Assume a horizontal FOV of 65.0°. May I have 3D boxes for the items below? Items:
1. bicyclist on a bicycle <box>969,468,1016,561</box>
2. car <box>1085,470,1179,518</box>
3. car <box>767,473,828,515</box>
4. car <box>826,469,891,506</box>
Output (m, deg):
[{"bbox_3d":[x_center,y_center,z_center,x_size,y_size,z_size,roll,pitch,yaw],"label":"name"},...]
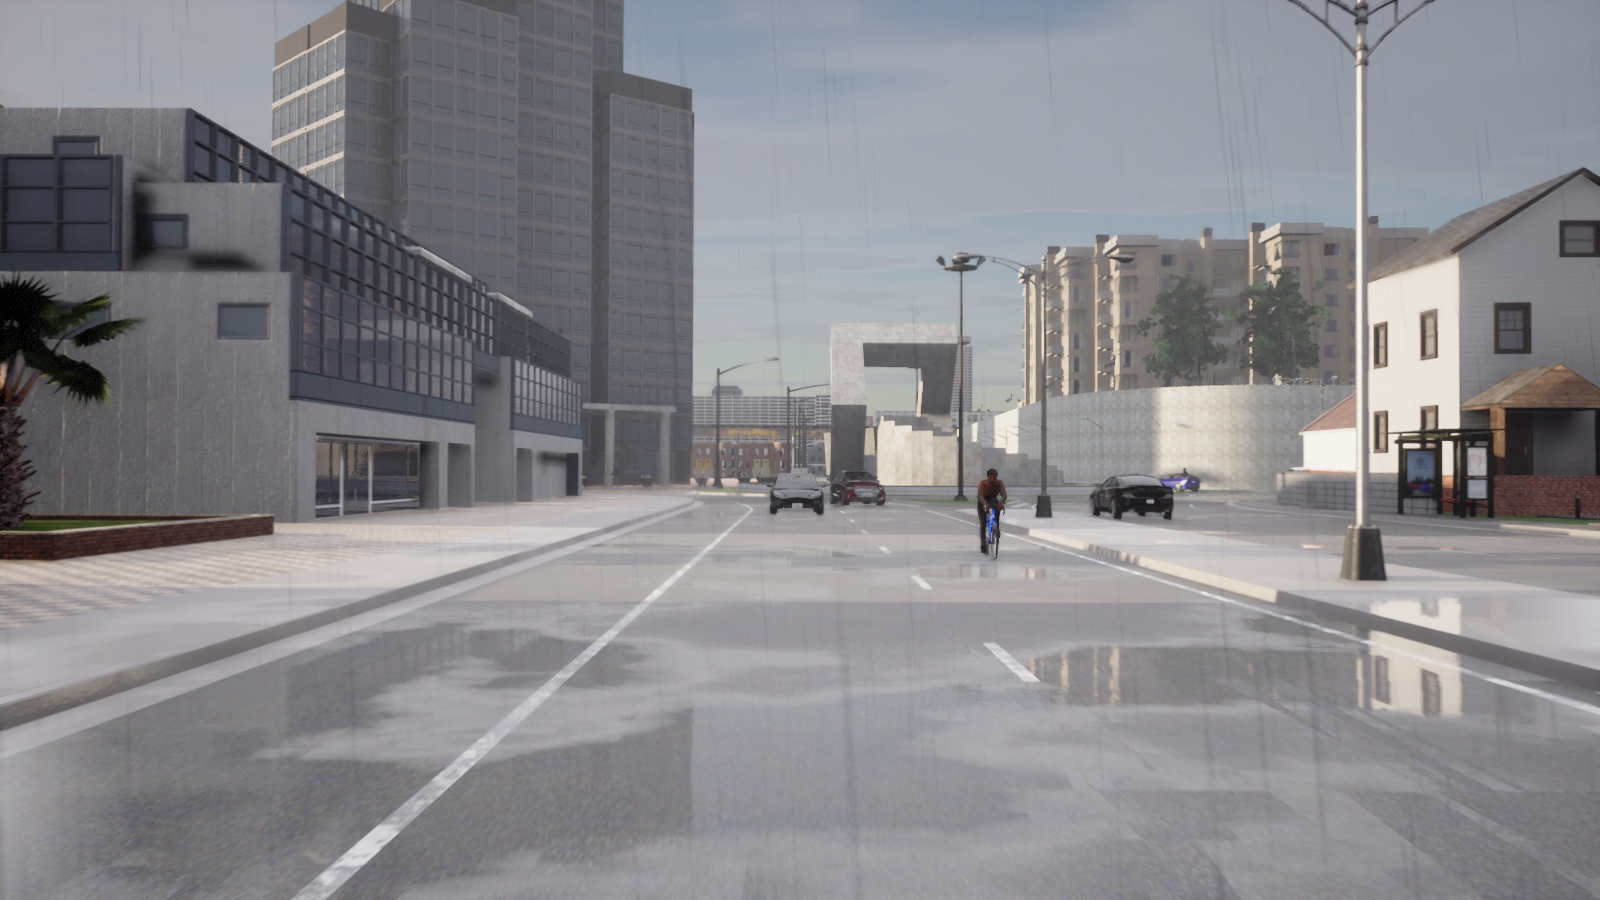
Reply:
[{"bbox_3d":[3.445,1.132,22.624,0.582,1.620,1.656,0,-1,0],"label":"bicyclist on a bicycle"},{"bbox_3d":[11.395,1.474,43.451,1.882,1.535,5.008,0,-1,0],"label":"car"},{"bbox_3d":[-0.131,1.599,46.820,2.163,1.488,4.792,0,-1,-1],"label":"car"},{"bbox_3d":[2.640,1.704,57.963,2.033,1.649,4.856,0,-1,-9],"label":"car"}]
